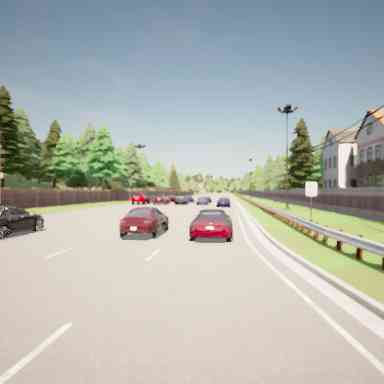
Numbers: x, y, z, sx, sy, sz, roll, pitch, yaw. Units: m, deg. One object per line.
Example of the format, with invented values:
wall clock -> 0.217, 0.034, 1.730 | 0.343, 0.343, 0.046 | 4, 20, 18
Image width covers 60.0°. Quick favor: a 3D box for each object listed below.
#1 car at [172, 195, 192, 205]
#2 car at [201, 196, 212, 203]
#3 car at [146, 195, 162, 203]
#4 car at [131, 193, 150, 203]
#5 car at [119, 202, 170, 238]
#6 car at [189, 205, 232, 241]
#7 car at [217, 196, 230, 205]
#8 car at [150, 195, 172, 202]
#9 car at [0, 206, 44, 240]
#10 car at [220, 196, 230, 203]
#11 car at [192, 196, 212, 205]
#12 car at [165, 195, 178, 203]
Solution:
car -> -1.690, 1.493, 56.377 | 1.994, 1.385, 4.181 | 0, 0, 6
car -> 2.899, 1.491, 65.930 | 1.994, 1.385, 4.181 | 0, 0, 6
car -> -7.536, 1.401, 67.096 | 2.128, 1.511, 4.902 | 0, 0, 6
car -> -8.689, 1.141, 56.770 | 2.150, 2.045, 5.566 | 0, 0, 6
car -> -2.424, 1.501, 17.498 | 1.812, 1.442, 4.674 | 0, 0, 6
car -> 1.009, 1.545, 16.595 | 1.994, 1.385, 4.181 | 0, 0, 6
car -> 4.716, 1.510, 49.772 | 1.994, 1.385, 4.181 | 0, 0, 6
car -> -5.171, 1.277, 56.736 | 2.097, 1.767, 4.553 | 0, 0, 6
car -> -9.510, 1.472, 16.996 | 1.837, 1.490, 4.892 | 0, 0, 6
car -> 6.748, 1.527, 67.968 | 1.895, 1.301, 4.718 | 0, 0, 6
car -> 1.742, 1.482, 55.574 | 2.033, 1.411, 5.357 | 0, 0, 6
car -> -4.058, 1.396, 66.707 | 1.882, 1.535, 5.008 | 0, 0, 6
